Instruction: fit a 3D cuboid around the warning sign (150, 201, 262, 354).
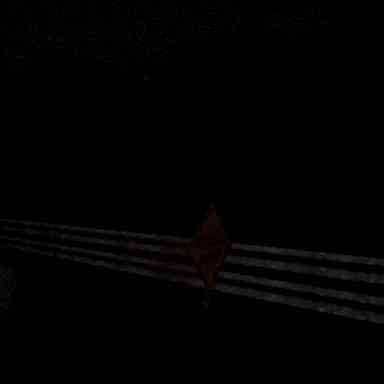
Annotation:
[{"bbox_3d":[0.244,1.099,5.002,1.060,1.860,1.300,3,0,35],"label":"warning sign"}]
